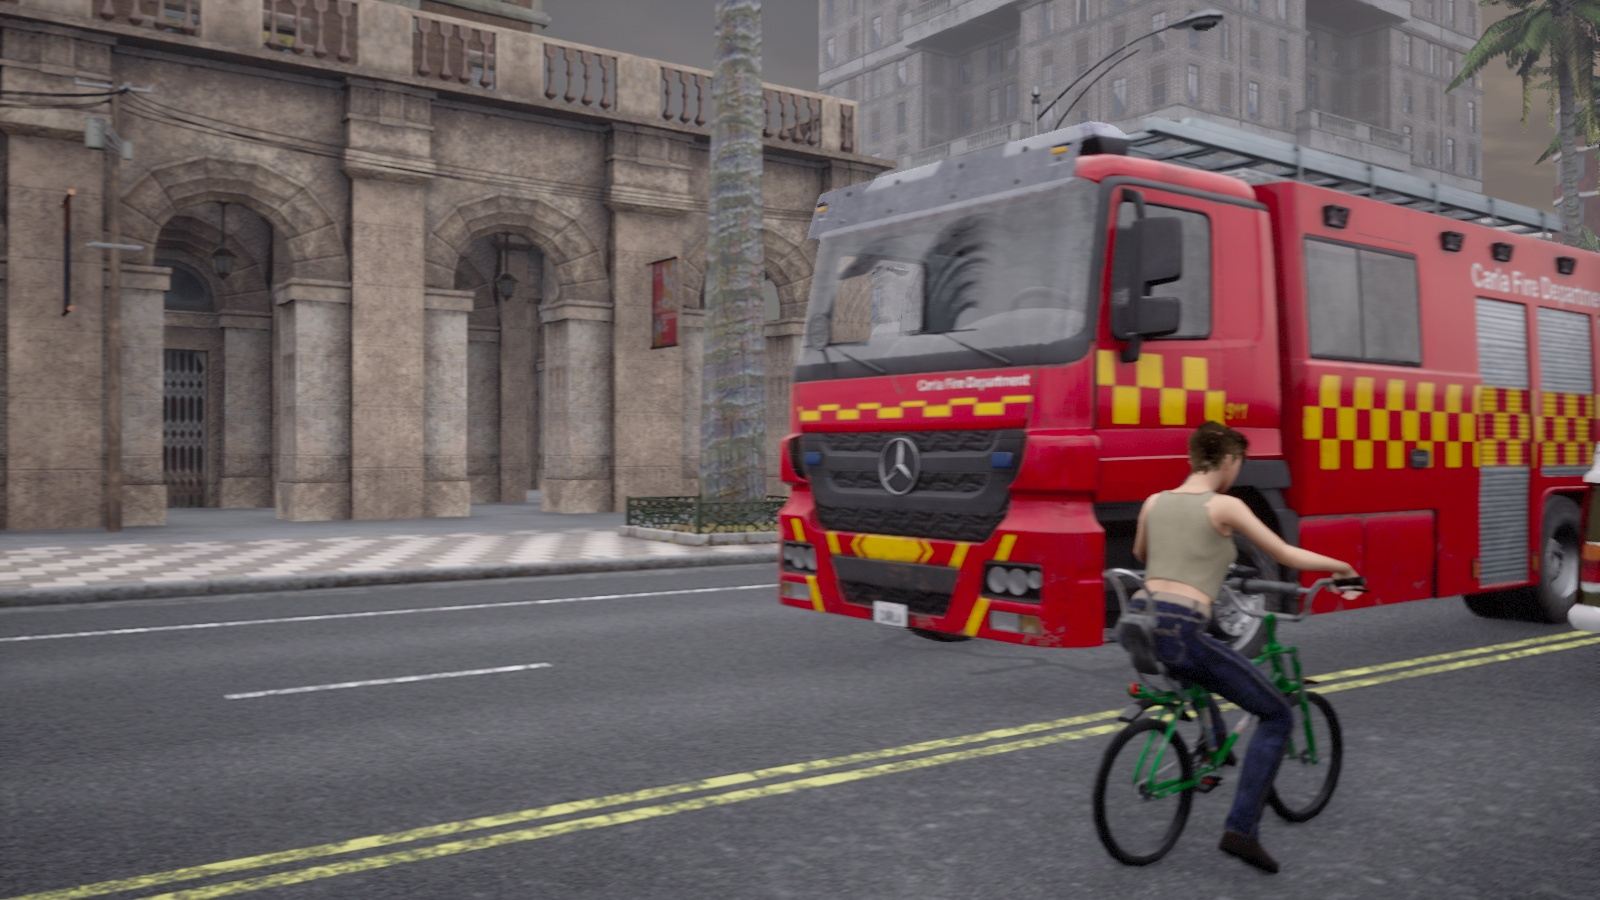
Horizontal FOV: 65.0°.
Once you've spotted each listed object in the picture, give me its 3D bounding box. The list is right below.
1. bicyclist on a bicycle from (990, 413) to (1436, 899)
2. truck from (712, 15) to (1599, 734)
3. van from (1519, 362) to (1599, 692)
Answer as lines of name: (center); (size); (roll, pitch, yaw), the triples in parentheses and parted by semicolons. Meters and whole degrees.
bicyclist on a bicycle: (1.577, 0.690, 4.762); (1.509, 1.612, 0.866); (0, 0, -35)
truck: (3.623, -0.402, 10.389); (8.468, 3.827, 2.891); (0, 0, -37)
van: (7.108, 0.474, 8.602); (4.480, 2.038, 2.069); (0, 0, -35)
